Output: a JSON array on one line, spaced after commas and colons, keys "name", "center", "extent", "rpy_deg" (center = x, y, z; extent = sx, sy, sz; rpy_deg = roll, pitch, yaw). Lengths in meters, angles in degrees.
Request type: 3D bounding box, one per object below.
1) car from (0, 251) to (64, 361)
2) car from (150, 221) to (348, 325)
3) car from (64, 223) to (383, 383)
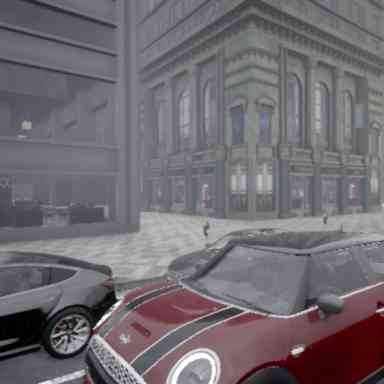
[{"name": "car", "center": [-3.132, 1.566, 4.417], "extent": [4.313, 1.339, 1.947], "rpy_deg": [0, 0, -35]}, {"name": "car", "center": [1.456, 1.549, 7.690], "extent": [4.403, 1.369, 2.008], "rpy_deg": [0, 0, -35]}, {"name": "car", "center": [1.074, 1.351, 4.145], "extent": [4.553, 1.767, 2.097], "rpy_deg": [0, 0, -35]}]
